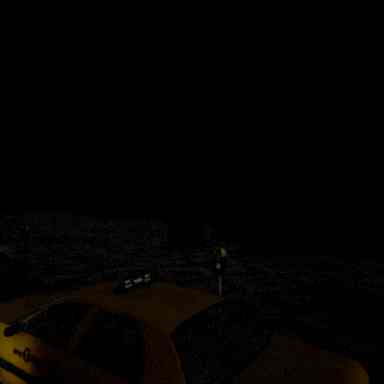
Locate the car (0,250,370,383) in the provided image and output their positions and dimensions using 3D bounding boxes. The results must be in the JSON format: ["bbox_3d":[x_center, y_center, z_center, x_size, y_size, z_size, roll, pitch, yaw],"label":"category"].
[{"bbox_3d":[-0.785,1.525,3.526,4.829,1.417,1.752,0,0,36],"label":"car"}]
